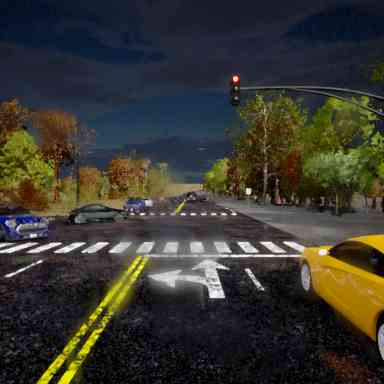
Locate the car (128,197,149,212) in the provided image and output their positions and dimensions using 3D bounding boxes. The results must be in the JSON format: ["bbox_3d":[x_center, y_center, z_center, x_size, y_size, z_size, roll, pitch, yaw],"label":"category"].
[{"bbox_3d":[-6.712,1.353,39.271,2.097,1.767,4.553,0,0,0],"label":"car"}]

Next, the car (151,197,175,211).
[{"bbox_3d":[-3.465,1.602,40.116,1.895,1.301,4.718,0,0,0],"label":"car"}]

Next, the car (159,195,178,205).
[{"bbox_3d":[-3.487,1.507,49.191,1.837,1.490,4.892,0,0,0],"label":"car"}]

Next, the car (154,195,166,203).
[{"bbox_3d":[-6.700,1.474,70.150,1.882,1.535,5.008,0,0,0],"label":"car"}]

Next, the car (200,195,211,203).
[{"bbox_3d":[3.068,1.503,71.556,2.128,1.511,4.902,0,0,0],"label":"car"}]

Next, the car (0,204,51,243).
[{"bbox_3d":[-8.943,1.378,16.189,4.553,1.767,2.097,0,0,34],"label":"car"}]

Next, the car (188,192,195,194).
[{"bbox_3d":[-0.231,1.110,80.899,2.150,2.045,5.566,0,0,0],"label":"car"}]

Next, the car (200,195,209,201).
[{"bbox_3d":[3.016,1.457,81.711,2.033,1.411,5.357,0,0,0],"label":"car"}]

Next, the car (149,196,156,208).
[{"bbox_3d":[-6.746,1.528,48.256,1.812,1.442,4.674,0,0,0],"label":"car"}]

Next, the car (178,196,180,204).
[{"bbox_3d":[-3.495,1.530,59.777,1.812,1.442,4.674,0,0,0],"label":"car"}]

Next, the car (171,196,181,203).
[{"bbox_3d":[-3.456,1.530,72.146,2.033,1.411,5.357,0,0,0],"label":"car"}]

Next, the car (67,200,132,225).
[{"bbox_3d":[-6.838,1.555,24.227,4.181,1.385,1.994,0,1,-26],"label":"car"}]

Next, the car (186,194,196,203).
[{"bbox_3d":[-0.173,1.606,70.796,1.895,1.301,4.718,0,0,0],"label":"car"}]

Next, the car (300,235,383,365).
[{"bbox_3d":[3.346,1.444,5.477,1.882,1.535,5.008,0,1,0],"label":"car"}]
